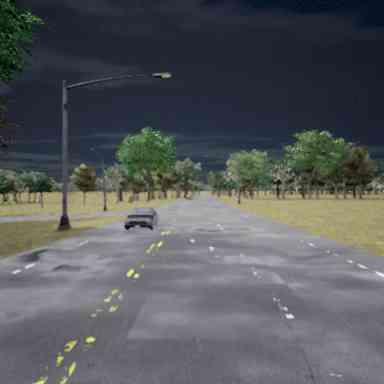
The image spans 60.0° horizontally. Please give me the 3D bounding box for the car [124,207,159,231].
[{"bbox_3d":[-3.295,1.750,22.777,2.033,1.411,5.357,0,-1,0],"label":"car"}]
